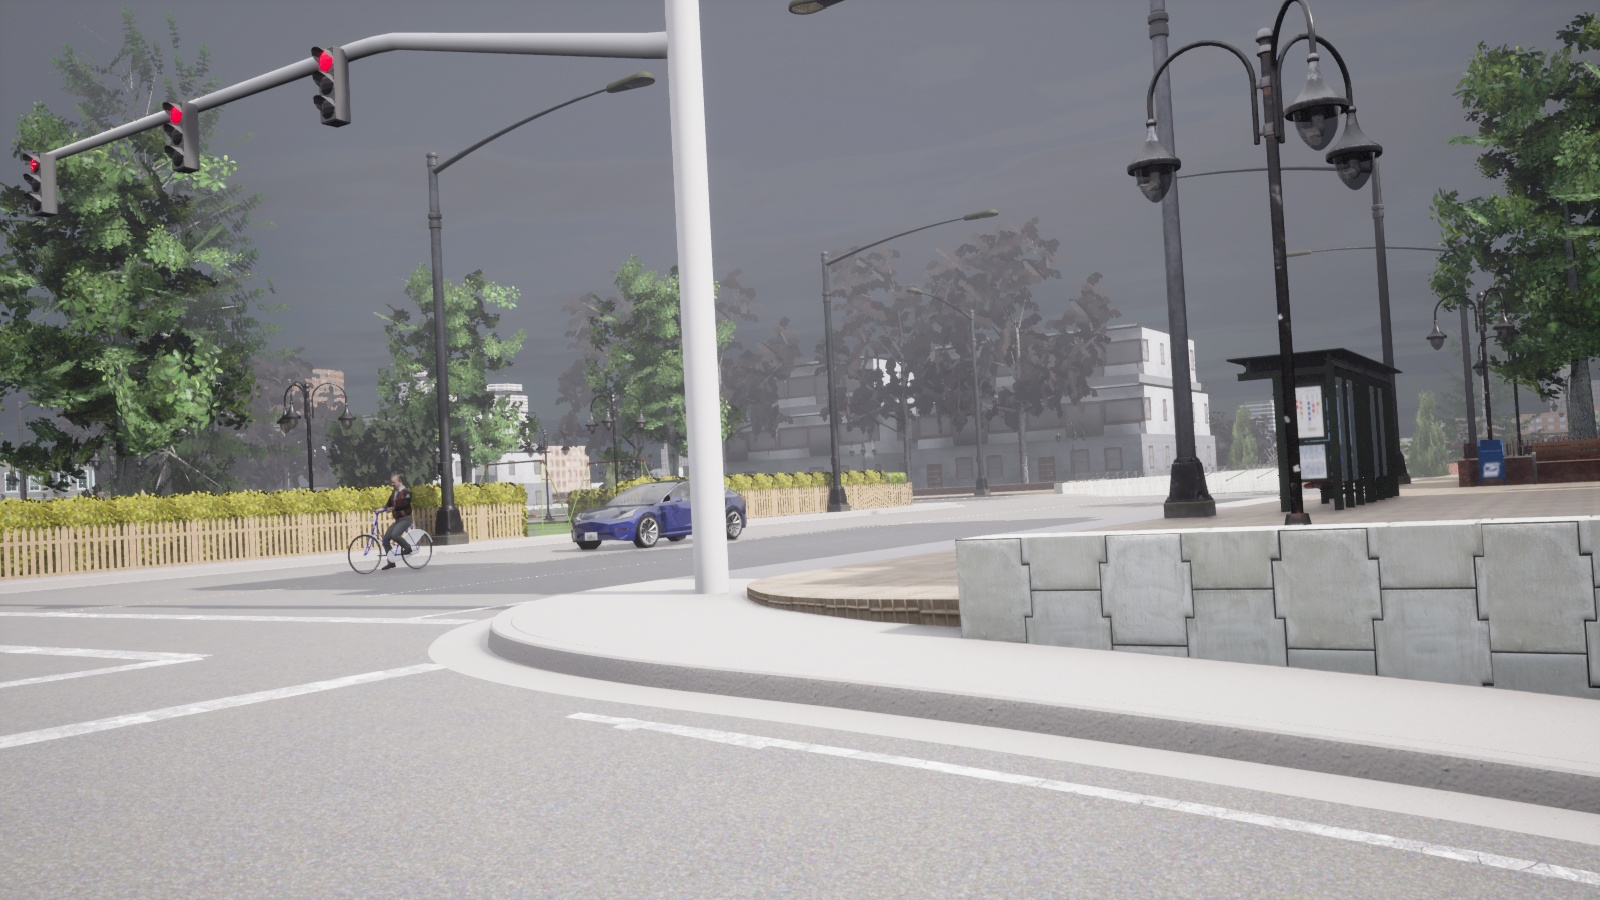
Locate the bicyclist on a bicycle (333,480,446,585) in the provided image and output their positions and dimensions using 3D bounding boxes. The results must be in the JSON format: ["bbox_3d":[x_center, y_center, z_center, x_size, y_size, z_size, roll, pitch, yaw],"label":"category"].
[{"bbox_3d":[-7.418,1.470,22.764,0.659,1.776,1.843,-5,-2,34],"label":"bicyclist on a bicycle"}]

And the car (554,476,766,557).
[{"bbox_3d":[-3.124,1.490,29.020,2.163,1.488,4.792,-5,-2,34],"label":"car"}]
